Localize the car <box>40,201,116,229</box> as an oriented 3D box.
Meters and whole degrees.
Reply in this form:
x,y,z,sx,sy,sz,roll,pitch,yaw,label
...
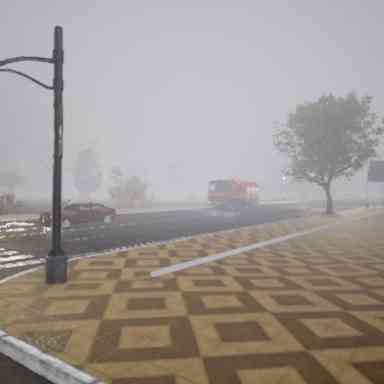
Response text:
x,y,z,sx,sy,sz,roll,pitch,yaw,label
-7.238,1.385,21.520,1.882,1.535,5.008,1,1,38,car

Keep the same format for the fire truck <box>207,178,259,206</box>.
x,y,z,sx,sy,sz,roll,pitch,yaw,label
5.471,0.162,42.752,2.891,3.827,8.468,1,1,38,fire truck

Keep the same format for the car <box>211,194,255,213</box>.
x,y,z,sx,sy,sz,roll,pitch,yaw,label
4.608,1.366,36.565,1.882,1.535,5.008,1,1,38,car
